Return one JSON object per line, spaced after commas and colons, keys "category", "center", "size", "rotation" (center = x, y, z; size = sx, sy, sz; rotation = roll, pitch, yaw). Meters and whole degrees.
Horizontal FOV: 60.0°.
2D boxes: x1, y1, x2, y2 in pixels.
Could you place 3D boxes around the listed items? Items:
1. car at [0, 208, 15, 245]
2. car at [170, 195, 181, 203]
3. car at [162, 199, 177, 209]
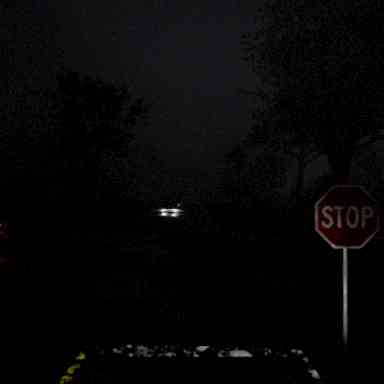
{"category": "car", "center": [-9.549, 1.357, 12.911], "size": [4.553, 1.767, 2.097], "rotation": [0, -2, -16]}
{"category": "car", "center": [-3.130, 1.356, 65.474], "size": [1.994, 1.385, 4.181], "rotation": [0, 0, 0]}
{"category": "car", "center": [-3.090, 1.577, 45.808], "size": [1.895, 1.301, 4.718], "rotation": [0, 0, 0]}
